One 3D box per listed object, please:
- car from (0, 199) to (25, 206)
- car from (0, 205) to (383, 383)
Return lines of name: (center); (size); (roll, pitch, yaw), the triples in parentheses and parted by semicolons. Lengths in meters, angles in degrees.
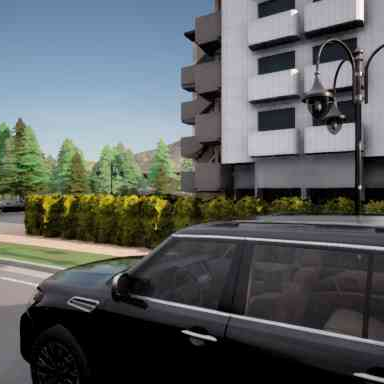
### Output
car: (-18.242, 1.491, 33.496); (2.128, 1.511, 4.902); (0, 0, 33)
car: (0.714, 1.221, 3.158); (5.566, 2.045, 2.150); (0, 0, 34)
